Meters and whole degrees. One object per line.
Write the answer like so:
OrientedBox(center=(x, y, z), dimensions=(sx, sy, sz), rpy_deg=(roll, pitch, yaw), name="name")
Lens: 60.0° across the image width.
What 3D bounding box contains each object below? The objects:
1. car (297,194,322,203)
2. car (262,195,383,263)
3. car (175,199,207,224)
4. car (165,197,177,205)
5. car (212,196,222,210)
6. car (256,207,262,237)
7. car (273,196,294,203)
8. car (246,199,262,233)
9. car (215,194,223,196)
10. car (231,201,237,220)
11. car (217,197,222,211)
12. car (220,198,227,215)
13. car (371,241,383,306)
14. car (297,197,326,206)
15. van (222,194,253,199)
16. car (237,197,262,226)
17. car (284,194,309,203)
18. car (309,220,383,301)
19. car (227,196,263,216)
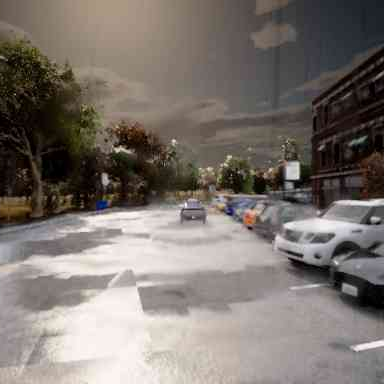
OrientedBox(center=(27.001, 1.416, 76.523), dimensions=(2.435, 2.045, 5.566), rpy_deg=(1, -1, -22), name="car")
OrientedBox(center=(5.325, 1.241, 10.264), dimensions=(5.566, 2.045, 2.435), rpy_deg=(1, 0, -20), name="car")
OrientedBox(center=(0.100, 1.527, 25.101), dimensions=(2.128, 1.511, 4.902), rpy_deg=(0, 0, 0), name="car")
OrientedBox(center=(-3.723, 1.669, 60.327), dimensions=(1.837, 1.490, 4.892), rpy_deg=(0, -1, -2), name="car")
OrientedBox(center=(5.193, 1.546, 37.243), dimensions=(5.366, 1.575, 1.946), rpy_deg=(1, 0, -20), name="car")
OrientedBox(center=(5.328, 1.526, 13.263), dimensions=(4.792, 1.488, 2.163), rpy_deg=(1, 0, -20), name="car")
OrientedBox(center=(20.918, 1.694, 76.399), dimensions=(2.163, 1.488, 4.792), rpy_deg=(0, -1, -21), name="car")
OrientedBox(center=(5.328, 1.376, 16.278), dimensions=(4.553, 1.767, 2.185), rpy_deg=(1, 0, -20), name="car")
OrientedBox(center=(5.377, 1.315, 43.336), dimensions=(5.566, 2.045, 2.435), rpy_deg=(1, 0, -20), name="car")
OrientedBox(center=(5.370, 1.554, 22.287), dimensions=(4.674, 1.452, 2.002), rpy_deg=(1, 0, -20), name="car")
OrientedBox(center=(5.377, 1.584, 34.301), dimensions=(4.674, 1.452, 2.002), rpy_deg=(1, 0, -20), name="car")
OrientedBox(center=(5.367, 1.528, 28.299), dimensions=(5.008, 1.535, 2.097), rpy_deg=(1, 0, -20), name="car")
OrientedBox(center=(5.160, 1.482, 4.204), dimensions=(5.366, 1.575, 1.946), rpy_deg=(1, 0, -20), name="car")
OrientedBox(center=(21.247, 1.646, 59.455), dimensions=(2.163, 1.488, 4.792), rpy_deg=(0, 1, -22), name="car")
OrientedBox(center=(5.485, 1.312, 31.345), dimensions=(4.442, 1.987, 1.878), rpy_deg=(1, 0, -20), name="van")
OrientedBox(center=(5.334, 1.382, 19.279), dimensions=(4.553, 1.767, 2.185), rpy_deg=(1, 0, -20), name="car")
OrientedBox(center=(23.941, 1.415, 76.484), dimensions=(2.435, 2.045, 5.566), rpy_deg=(0, -1, -21), name="car")
OrientedBox(center=(5.312, 1.519, 7.262), dimensions=(4.792, 1.488, 2.163), rpy_deg=(1, 0, -20), name="car")
OrientedBox(center=(5.407, 1.396, 25.296), dimensions=(4.553, 1.767, 2.185), rpy_deg=(1, 0, -20), name="car")
